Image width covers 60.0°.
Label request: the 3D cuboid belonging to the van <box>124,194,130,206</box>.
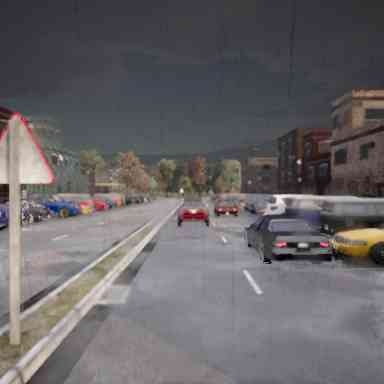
[{"bbox_3d":[-12.426,1.292,51.318,4.442,1.987,1.878,0,0,0],"label":"van"}]

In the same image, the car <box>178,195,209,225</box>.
[{"bbox_3d":[0.099,1.328,23.754,2.097,1.767,4.553,0,0,0],"label":"car"}]

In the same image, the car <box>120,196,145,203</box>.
[{"bbox_3d":[-12.534,1.643,70.771,4.892,1.521,2.231,0,0,0],"label":"car"}]

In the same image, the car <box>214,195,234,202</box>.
[{"bbox_3d":[7.608,1.570,79.993,4.553,1.767,2.185,0,0,0],"label":"car"}]

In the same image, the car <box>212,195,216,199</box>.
[{"bbox_3d":[7.454,1.625,68.959,5.366,1.575,1.946,0,0,0],"label":"car"}]

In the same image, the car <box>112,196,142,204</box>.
[{"bbox_3d":[-12.718,1.600,65.213,5.366,1.575,1.946,0,0,0],"label":"car"}]

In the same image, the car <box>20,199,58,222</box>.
[{"bbox_3d":[-12.559,1.436,23.529,4.892,1.521,2.231,0,0,0],"label":"car"}]

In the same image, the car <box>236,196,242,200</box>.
[{"bbox_3d":[7.825,1.472,35.873,5.366,1.575,1.946,0,0,0],"label":"car"}]

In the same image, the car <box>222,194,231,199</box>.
[{"bbox_3d":[7.633,1.534,52.416,4.892,1.521,2.231,0,0,0],"label":"car"}]

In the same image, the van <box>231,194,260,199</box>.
[{"bbox_3d":[7.522,1.264,41.265,4.442,1.987,1.878,0,0,0],"label":"van"}]

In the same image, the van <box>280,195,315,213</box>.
[{"bbox_3d":[7.756,1.231,19.331,4.442,1.987,1.878,0,0,0],"label":"van"}]

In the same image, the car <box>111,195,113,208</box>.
[{"bbox_3d":[-12.545,1.473,40.202,4.892,1.521,2.231,0,0,0],"label":"car"}]

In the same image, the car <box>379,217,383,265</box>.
[{"bbox_3d":[7.637,1.506,8.302,4.674,1.452,2.002,0,0,0],"label":"car"}]

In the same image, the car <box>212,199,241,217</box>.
[{"bbox_3d":[3.093,1.586,31.283,1.895,1.301,4.718,0,0,0],"label":"car"}]

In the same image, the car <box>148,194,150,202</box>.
[{"bbox_3d":[-12.521,1.661,73.425,5.008,1.535,2.097,0,0,0],"label":"car"}]

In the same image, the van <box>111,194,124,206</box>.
[{"bbox_3d":[-12.662,1.279,48.541,4.442,1.987,1.878,0,0,0],"label":"van"}]

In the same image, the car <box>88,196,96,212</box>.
[{"bbox_3d":[-12.373,1.445,31.865,5.366,1.575,1.946,0,0,0],"label":"car"}]

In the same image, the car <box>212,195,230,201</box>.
[{"bbox_3d":[7.608,1.600,88.268,4.553,1.767,2.185,0,0,0],"label":"car"}]

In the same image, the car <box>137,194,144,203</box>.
[{"bbox_3d":[-12.506,1.332,62.310,5.566,2.045,2.435,0,0,0],"label":"car"}]

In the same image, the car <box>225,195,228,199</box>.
[{"bbox_3d":[7.633,1.510,46.901,4.892,1.521,2.231,0,0,0],"label":"car"}]

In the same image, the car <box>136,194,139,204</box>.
[{"bbox_3d":[-12.534,1.605,59.590,4.674,1.452,2.002,0,0,0],"label":"car"}]

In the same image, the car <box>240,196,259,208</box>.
[{"bbox_3d":[7.633,1.470,33.117,4.892,1.521,2.231,0,0,0],"label":"car"}]

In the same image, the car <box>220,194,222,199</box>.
[{"bbox_3d":[7.670,1.435,57.931,4.553,1.767,2.185,0,0,0],"label":"car"}]

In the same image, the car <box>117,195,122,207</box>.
[{"bbox_3d":[-12.545,1.532,45.635,4.674,1.452,2.002,0,0,0],"label":"car"}]

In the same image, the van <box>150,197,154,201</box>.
[{"bbox_3d":[-12.403,1.490,81.766,4.442,1.987,1.878,0,0,0],"label":"van"}]

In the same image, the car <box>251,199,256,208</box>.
[{"bbox_3d":[7.642,1.501,27.602,4.674,1.452,2.002,0,0,0],"label":"car"}]

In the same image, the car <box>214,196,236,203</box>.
[{"bbox_3d":[7.645,1.683,77.230,4.892,1.521,2.231,0,0,0],"label":"car"}]

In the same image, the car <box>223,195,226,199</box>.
[{"bbox_3d":[7.633,1.521,49.658,4.892,1.521,2.231,0,0,0],"label":"car"}]

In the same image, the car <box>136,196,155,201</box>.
[{"bbox_3d":[-12.484,1.762,90.109,4.792,1.488,2.163,0,0,0],"label":"car"}]

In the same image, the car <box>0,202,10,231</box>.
[{"bbox_3d":[-12.538,1.306,17.971,4.553,1.767,2.185,0,0,0],"label":"car"}]

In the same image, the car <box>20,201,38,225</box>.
[{"bbox_3d":[-12.564,1.472,20.750,4.674,1.452,2.002,0,0,0],"label":"car"}]

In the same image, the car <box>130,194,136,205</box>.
[{"bbox_3d":[-12.569,1.282,54.098,5.566,2.045,2.435,0,0,0],"label":"car"}]

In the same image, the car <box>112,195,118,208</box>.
[{"bbox_3d":[-12.520,1.511,42.980,4.792,1.488,2.163,0,0,0],"label":"car"}]

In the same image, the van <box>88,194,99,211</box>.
[{"bbox_3d":[-12.439,1.229,34.645,4.442,1.987,1.878,0,0,0],"label":"van"}]

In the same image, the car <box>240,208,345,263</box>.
[{"bbox_3d":[3.106,1.528,11.762,2.033,1.411,5.357,0,0,0],"label":"car"}]

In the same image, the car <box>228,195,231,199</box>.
[{"bbox_3d":[7.633,1.500,44.145,4.892,1.521,2.231,0,0,0],"label":"car"}]

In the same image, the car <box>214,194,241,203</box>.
[{"bbox_3d":[7.667,1.395,71.718,5.566,2.045,2.435,0,0,0],"label":"car"}]

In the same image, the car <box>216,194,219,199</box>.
[{"bbox_3d":[7.645,1.593,63.444,5.008,1.535,2.097,0,0,0],"label":"car"}]

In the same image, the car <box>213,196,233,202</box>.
[{"bbox_3d":[7.636,1.747,82.749,4.674,1.452,2.002,0,0,0],"label":"car"}]

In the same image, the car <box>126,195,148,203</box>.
[{"bbox_3d":[-12.555,1.556,76.330,4.553,1.767,2.185,0,0,0],"label":"car"}]

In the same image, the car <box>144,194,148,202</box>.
[{"bbox_3d":[-12.559,1.371,67.995,5.566,2.045,2.435,0,0,0],"label":"car"}]

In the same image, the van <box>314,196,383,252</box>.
[{"bbox_3d":[7.757,1.233,13.818,4.442,1.987,1.878,0,0,0],"label":"van"}]

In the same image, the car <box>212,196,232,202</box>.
[{"bbox_3d":[7.644,1.719,85.505,5.008,1.535,2.097,0,0,0],"label":"car"}]

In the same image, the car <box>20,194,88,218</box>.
[{"bbox_3d":[-12.532,1.191,29.087,5.566,2.045,2.435,0,0,0],"label":"car"}]

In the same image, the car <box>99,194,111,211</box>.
[{"bbox_3d":[-12.526,1.210,37.422,5.566,2.045,2.435,0,0,0],"label":"car"}]

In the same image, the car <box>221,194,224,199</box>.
[{"bbox_3d":[7.608,1.420,55.173,4.553,1.767,2.185,0,0,0],"label":"car"}]

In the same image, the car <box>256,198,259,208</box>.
[{"bbox_3d":[7.645,1.458,24.844,5.008,1.535,2.097,0,0,0],"label":"car"}]

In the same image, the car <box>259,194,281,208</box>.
[{"bbox_3d":[7.668,1.205,22.089,5.566,2.045,2.435,0,0,0],"label":"car"}]

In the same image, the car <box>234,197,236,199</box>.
[{"bbox_3d":[7.637,1.522,38.631,4.674,1.452,2.002,0,0,0],"label":"car"}]
